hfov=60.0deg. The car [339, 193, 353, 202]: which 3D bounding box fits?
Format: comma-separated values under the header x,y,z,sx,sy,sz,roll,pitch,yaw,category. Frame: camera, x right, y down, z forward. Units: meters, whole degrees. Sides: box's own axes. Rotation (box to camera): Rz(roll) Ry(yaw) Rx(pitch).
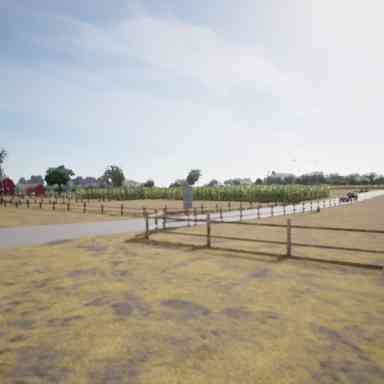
x,y,z,sx,sy,sz,roll,pitch,yaw,category
39.171,1.639,85.477,1.882,1.535,5.008,-2,0,36,car
